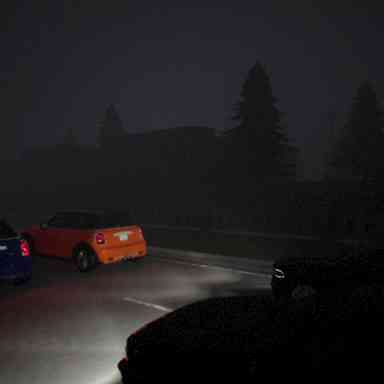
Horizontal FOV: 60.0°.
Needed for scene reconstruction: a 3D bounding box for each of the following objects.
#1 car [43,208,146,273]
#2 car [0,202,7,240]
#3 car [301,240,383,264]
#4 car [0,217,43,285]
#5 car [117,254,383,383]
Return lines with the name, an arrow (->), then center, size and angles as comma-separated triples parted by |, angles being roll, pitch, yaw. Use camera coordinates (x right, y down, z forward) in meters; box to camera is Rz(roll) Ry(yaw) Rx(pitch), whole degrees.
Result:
car -> -3.721, 1.357, 10.943 | 4.553, 1.767, 2.097 | 0, 0, 36
car -> -11.246, 1.361, 16.294 | 4.553, 1.767, 2.097 | 0, 0, 36
car -> 3.822, 1.478, 5.569 | 5.008, 1.535, 1.882 | 0, 0, 36
car -> -6.006, 1.357, 8.274 | 4.553, 1.767, 2.097 | 0, 0, 36
car -> 1.825, 1.547, 2.693 | 5.357, 1.411, 2.033 | 0, 0, 35
